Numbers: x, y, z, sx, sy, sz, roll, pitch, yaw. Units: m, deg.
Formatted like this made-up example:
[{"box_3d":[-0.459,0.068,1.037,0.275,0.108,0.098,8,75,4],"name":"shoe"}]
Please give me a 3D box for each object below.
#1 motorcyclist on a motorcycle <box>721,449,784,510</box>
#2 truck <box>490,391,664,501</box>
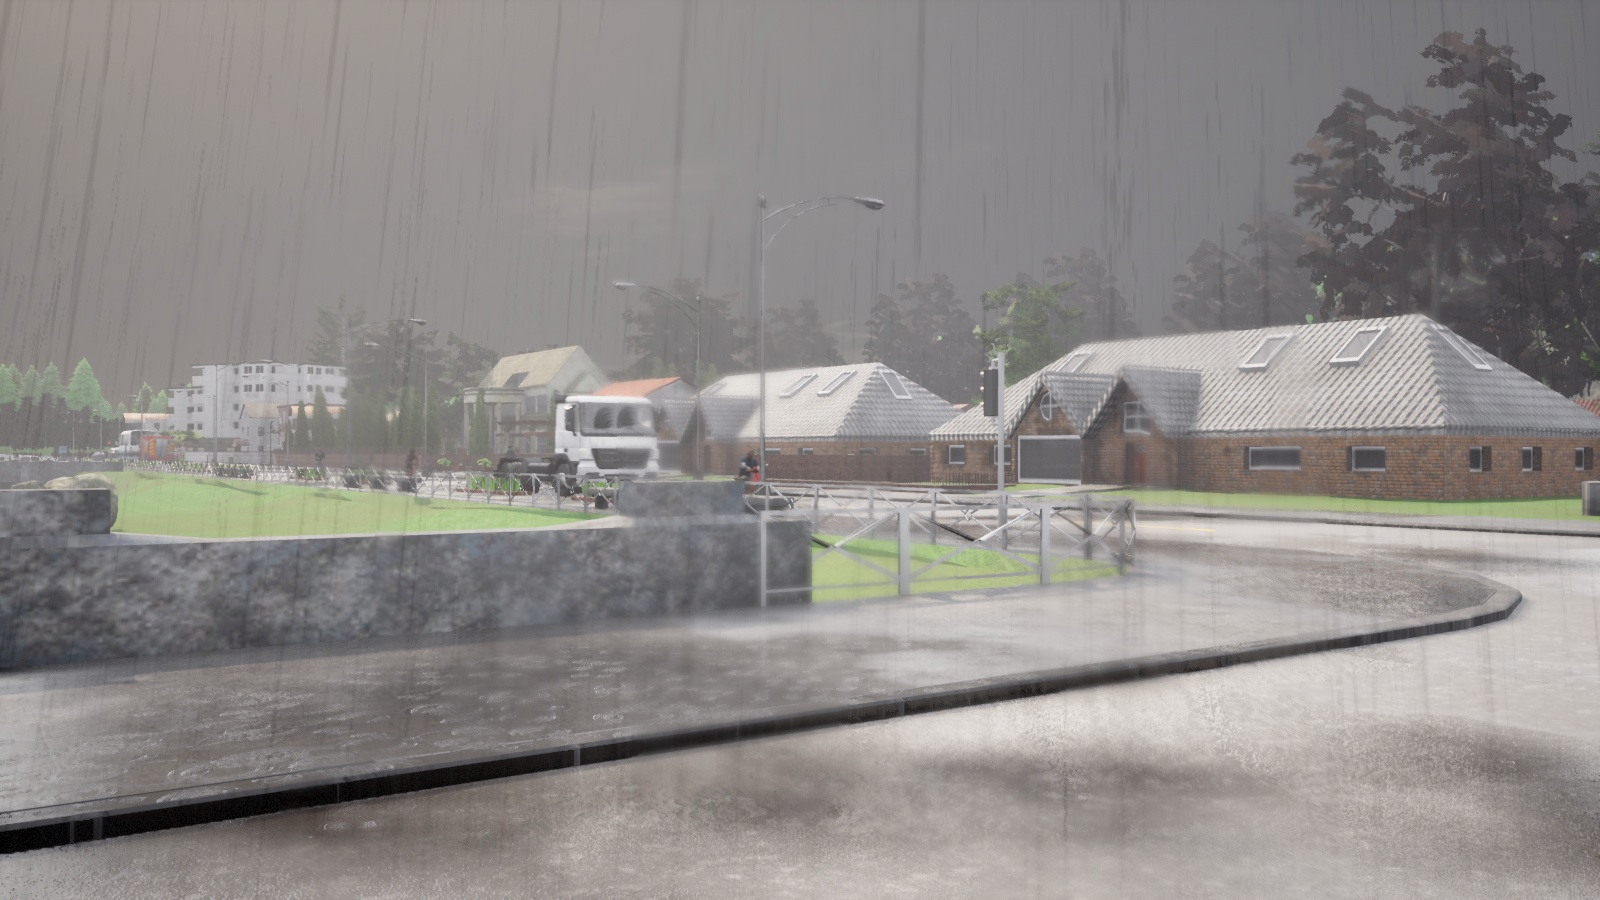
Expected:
[{"box_3d":[-1.293,0.785,34.162,0.866,1.590,1.817,0,0,-35],"name":"motorcyclist on a motorcycle"},{"box_3d":[-7.926,-0.113,43.689,2.891,3.462,7.936,0,0,-35],"name":"truck"}]
